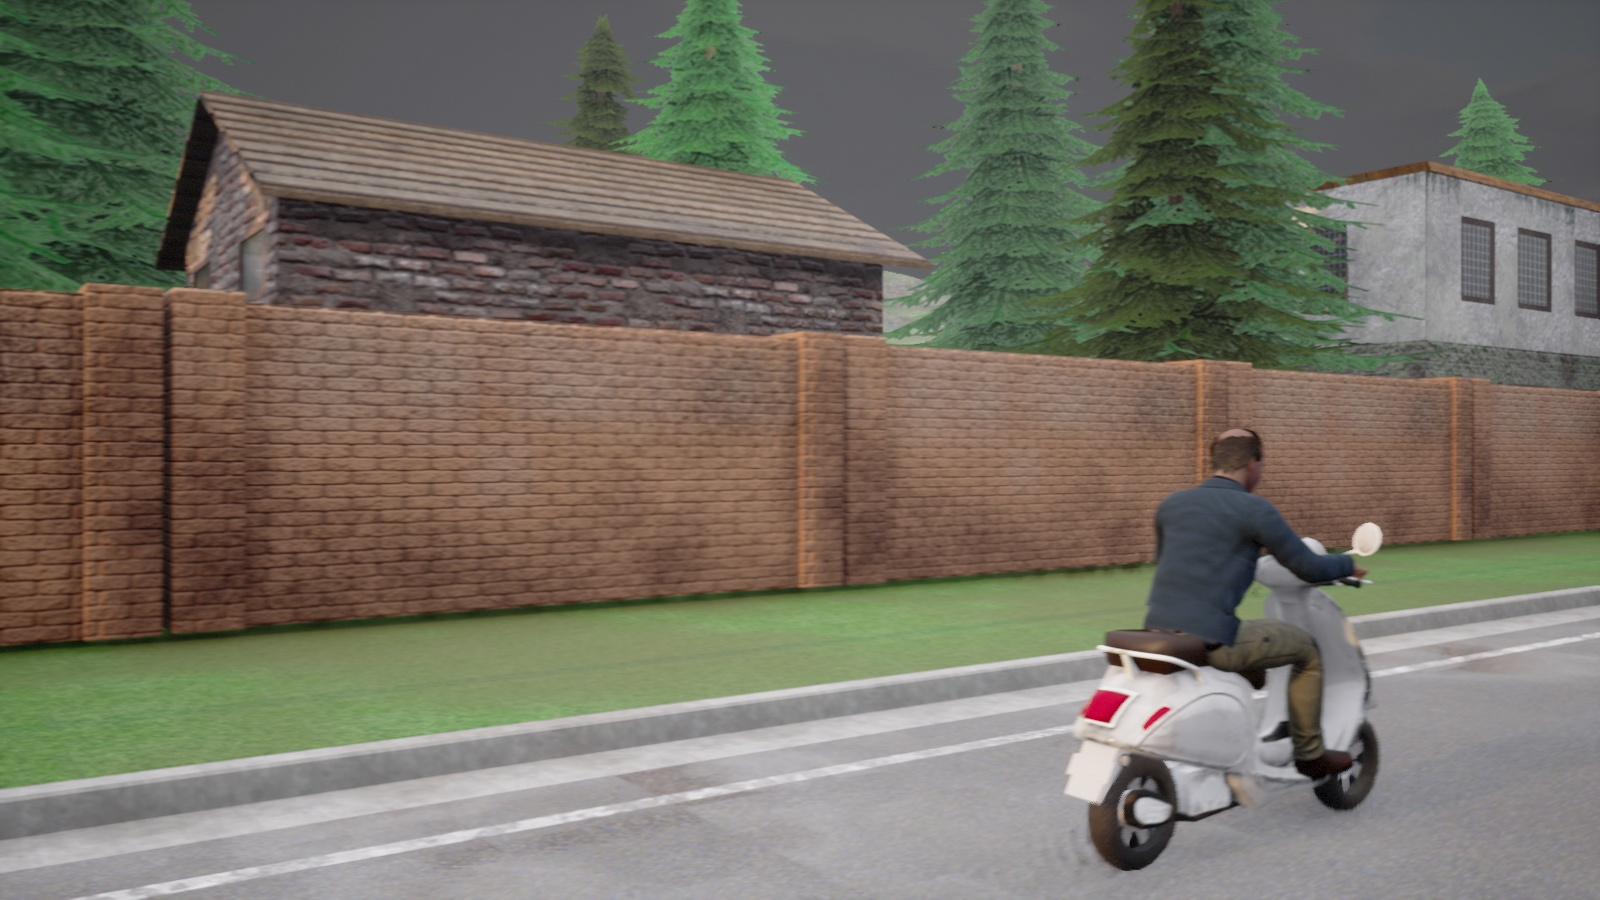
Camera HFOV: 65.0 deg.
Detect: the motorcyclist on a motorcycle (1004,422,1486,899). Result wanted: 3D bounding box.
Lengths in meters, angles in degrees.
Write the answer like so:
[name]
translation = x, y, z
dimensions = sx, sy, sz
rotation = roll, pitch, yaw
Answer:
[motorcyclist on a motorcycle]
translation = 1.764, 0.706, 4.887
dimensions = 1.817, 1.590, 0.866
rotation = 0, 0, -35
